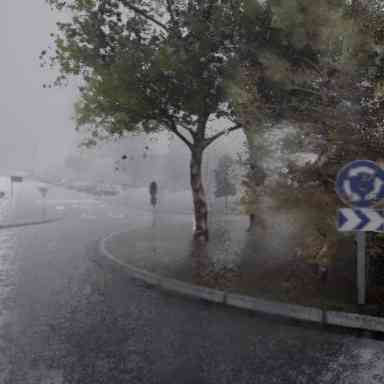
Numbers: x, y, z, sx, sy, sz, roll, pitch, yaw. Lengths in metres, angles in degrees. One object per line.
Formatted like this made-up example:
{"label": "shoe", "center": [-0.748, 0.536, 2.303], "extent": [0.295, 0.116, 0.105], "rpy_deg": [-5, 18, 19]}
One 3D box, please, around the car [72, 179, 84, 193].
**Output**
{"label": "car", "center": [-17.625, -0.828, 58.883], "extent": [2.435, 2.045, 5.566], "rpy_deg": [6, 4, 32]}

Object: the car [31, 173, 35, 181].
{"label": "car", "center": [-36.187, -3.139, 82.338], "extent": [1.946, 1.575, 5.366], "rpy_deg": [6, 4, 31]}

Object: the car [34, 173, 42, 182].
{"label": "car", "center": [-34.186, -3.133, 80.189], "extent": [2.435, 2.045, 5.566], "rpy_deg": [6, 3, 31]}

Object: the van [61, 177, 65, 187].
{"label": "van", "center": [-23.026, -1.570, 66.125], "extent": [1.878, 1.987, 4.442], "rpy_deg": [6, 3, 32]}

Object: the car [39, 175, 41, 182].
{"label": "car", "center": [-32.345, -2.625, 77.842], "extent": [2.231, 1.521, 4.892], "rpy_deg": [6, 3, 31]}

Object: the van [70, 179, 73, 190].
{"label": "van", "center": [-19.494, -1.057, 61.180], "extent": [1.878, 1.987, 4.442], "rpy_deg": [6, 4, 32]}

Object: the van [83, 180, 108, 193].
{"label": "van", "center": [-15.734, -0.549, 56.642], "extent": [1.878, 1.987, 4.442], "rpy_deg": [6, 3, 32]}

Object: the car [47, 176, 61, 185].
{"label": "car", "center": [-28.606, -2.083, 73.156], "extent": [2.163, 1.488, 4.792], "rpy_deg": [6, 3, 32]}

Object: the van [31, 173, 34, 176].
{"label": "van", "center": [-37.897, -3.618, 84.908], "extent": [1.878, 1.987, 4.442], "rpy_deg": [5, 3, 31]}

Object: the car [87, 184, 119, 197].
{"label": "car", "center": [-13.994, -0.068, 54.182], "extent": [2.097, 1.535, 5.008], "rpy_deg": [6, 3, 32]}

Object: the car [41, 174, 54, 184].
{"label": "car", "center": [-30.444, -2.619, 75.503], "extent": [2.435, 2.045, 5.566], "rpy_deg": [6, 3, 31]}

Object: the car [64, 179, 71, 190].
{"label": "car", "center": [-21.284, -1.214, 63.633], "extent": [2.185, 1.767, 4.553], "rpy_deg": [6, 3, 32]}

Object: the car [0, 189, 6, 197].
{"label": "car", "center": [-26.087, -0.056, 42.168], "extent": [2.002, 1.452, 4.674], "rpy_deg": [5, 4, 30]}

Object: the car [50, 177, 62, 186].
{"label": "car", "center": [-26.763, -1.854, 70.774], "extent": [2.231, 1.521, 4.892], "rpy_deg": [6, 4, 32]}
